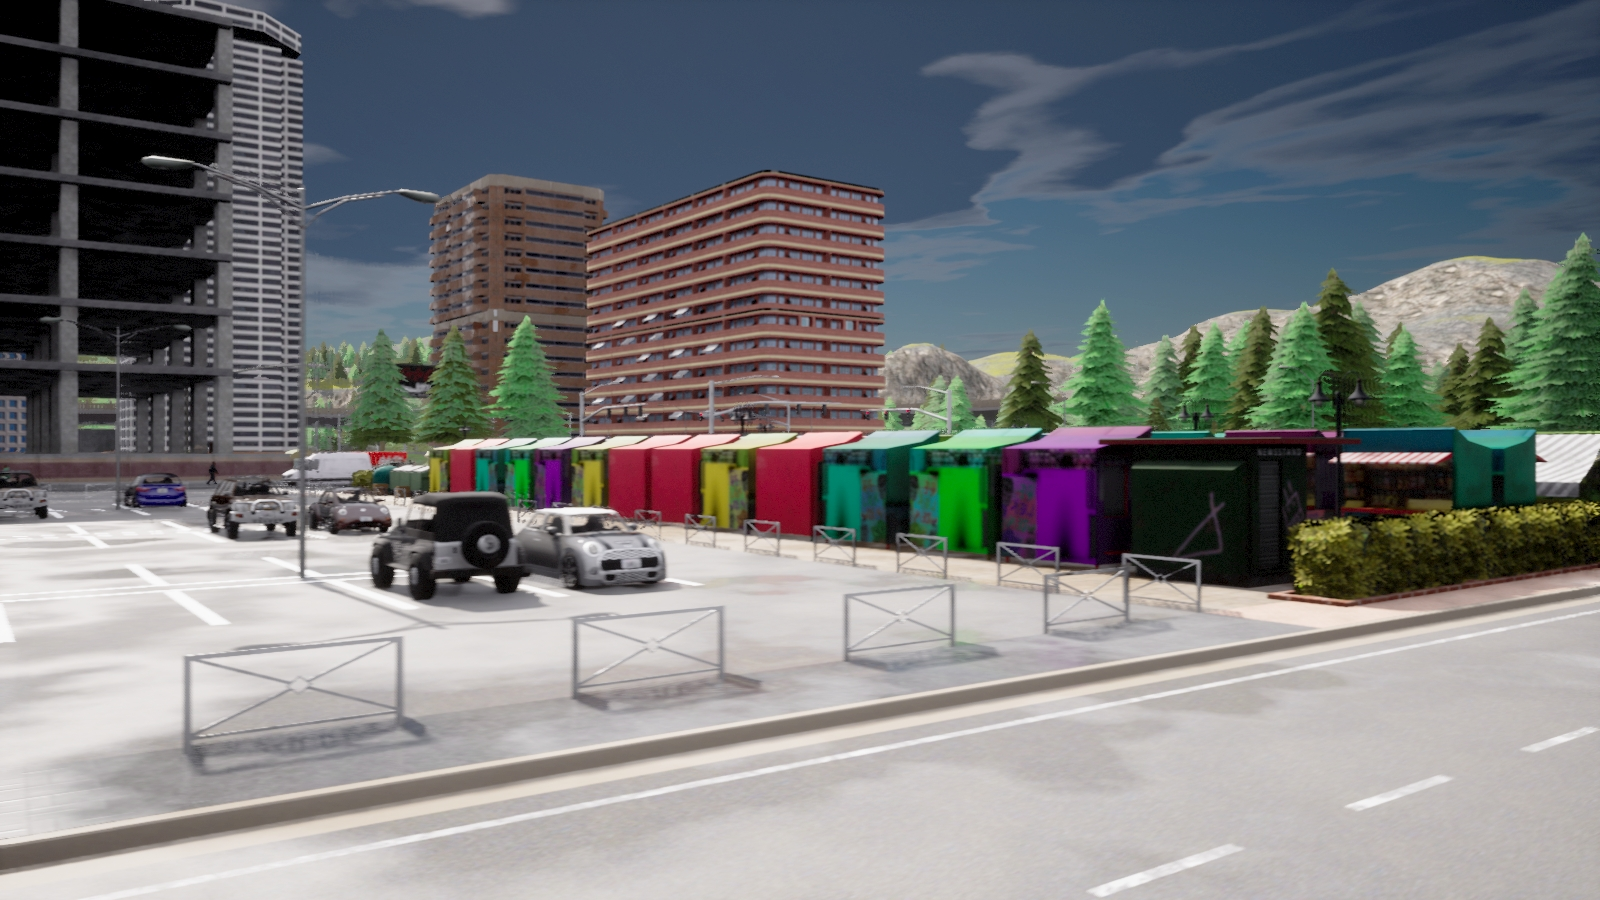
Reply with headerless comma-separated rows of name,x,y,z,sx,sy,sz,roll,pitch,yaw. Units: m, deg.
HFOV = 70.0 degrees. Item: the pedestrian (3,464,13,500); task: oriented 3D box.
pedestrian,-40.748,1.639,58.780,0.375,1.860,0.375,0,0,-40
